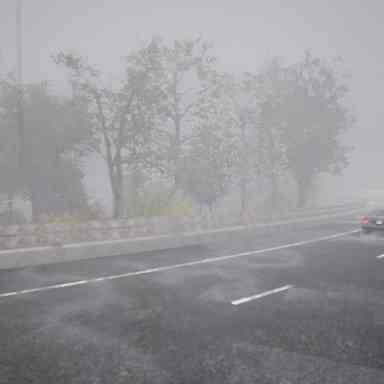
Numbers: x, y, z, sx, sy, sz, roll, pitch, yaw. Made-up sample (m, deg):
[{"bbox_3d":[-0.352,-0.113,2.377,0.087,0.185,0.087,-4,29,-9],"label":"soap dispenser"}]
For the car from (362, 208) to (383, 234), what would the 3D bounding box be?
[{"bbox_3d":[11.098,1.577,18.522,2.033,1.411,5.357,0,0,43],"label":"car"}]
